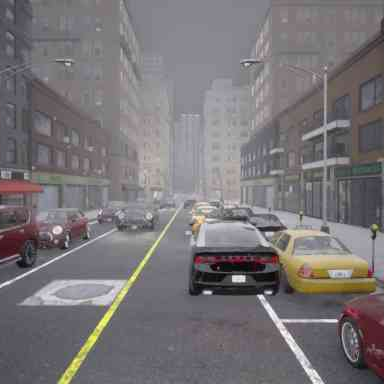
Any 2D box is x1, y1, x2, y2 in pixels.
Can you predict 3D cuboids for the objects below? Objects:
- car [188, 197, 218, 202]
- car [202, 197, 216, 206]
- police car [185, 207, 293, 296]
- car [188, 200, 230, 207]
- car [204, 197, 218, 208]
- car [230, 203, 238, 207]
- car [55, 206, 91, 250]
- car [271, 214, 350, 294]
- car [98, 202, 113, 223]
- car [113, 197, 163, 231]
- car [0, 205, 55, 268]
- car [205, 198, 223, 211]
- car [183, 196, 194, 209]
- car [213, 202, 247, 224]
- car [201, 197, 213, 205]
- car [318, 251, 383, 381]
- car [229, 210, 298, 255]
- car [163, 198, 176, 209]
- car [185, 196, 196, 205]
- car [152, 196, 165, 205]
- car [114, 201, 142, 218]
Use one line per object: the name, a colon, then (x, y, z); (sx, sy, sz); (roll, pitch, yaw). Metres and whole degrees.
car: (0.798, 1.445, 24.901); (1.801, 1.575, 5.366); (0, 0, 0)
car: (2.648, 1.532, 53.178); (1.947, 1.339, 4.313); (-1, 0, 0)
police car: (0.866, 1.422, 8.820); (1.930, 1.638, 5.238); (0, 0, 0)
car: (0.824, 1.448, 18.900); (1.801, 1.575, 5.366); (0, 0, 0)
car: (2.669, 1.497, 47.762); (1.752, 1.417, 4.829); (-1, 0, 0)
car: (2.781, 1.558, 19.663); (1.947, 1.339, 4.313); (-1, 0, 0)
car: (-5.733, 1.435, 14.041); (1.967, 1.590, 4.097); (-1, 0, 0)
car: (2.824, 1.522, 8.661); (1.752, 1.417, 4.829); (-1, 0, 0)
car: (-5.780, 1.430, 25.212); (1.967, 1.590, 4.097); (-1, 0, 0)
car: (-3.182, 1.344, 20.541); (2.097, 1.767, 4.553); (0, 0, 0)
car: (-5.711, 1.312, 8.456); (2.192, 1.841, 5.009); (-1, 0, 0)
car: (2.692, 1.529, 42.006); (2.008, 1.369, 4.403); (-1, 0, 0)
car: (-0.176, 1.479, 45.612); (1.837, 1.490, 4.892); (0, 0, 0)
car: (2.759, 1.540, 25.249); (2.008, 1.369, 4.403); (-1, 0, 0)
car: (2.626, 1.542, 58.764); (1.802, 1.307, 4.206); (-1, 0, 0)
car: (2.848, 1.581, 2.905); (1.802, 1.307, 4.206); (-1, 0, 0)
car: (2.803, 1.561, 14.077); (1.947, 1.339, 4.313); (-1, 0, 0)
car: (-3.195, 1.539, 45.053); (1.994, 1.385, 4.181); (0, 0, 0)
car: (-0.246, 1.437, 59.355); (1.882, 1.535, 5.008); (0, 0, 0)
car: (-5.919, 1.505, 58.727); (1.887, 1.381, 4.507); (-1, 0, 0)
car: (-5.802, 1.568, 30.798); (1.802, 1.307, 4.206); (-1, 0, 0)
